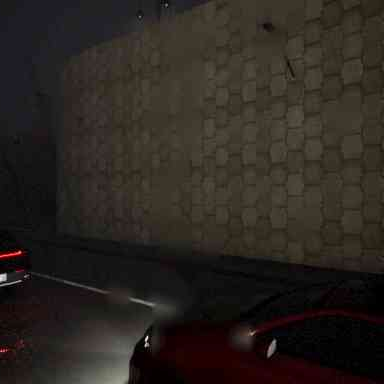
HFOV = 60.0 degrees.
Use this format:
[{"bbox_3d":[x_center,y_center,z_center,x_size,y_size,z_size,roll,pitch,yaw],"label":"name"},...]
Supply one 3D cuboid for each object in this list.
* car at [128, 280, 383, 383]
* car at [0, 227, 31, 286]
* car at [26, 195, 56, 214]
[{"bbox_3d":[1.394,1.564,2.997,4.181,1.385,1.994,0,0,36],"label":"car"},{"bbox_3d":[-5.855,1.505,8.171,4.892,1.490,1.837,0,0,36],"label":"car"},{"bbox_3d":[-12.921,1.061,31.037,2.128,1.511,4.902,0,5,35],"label":"car"}]
